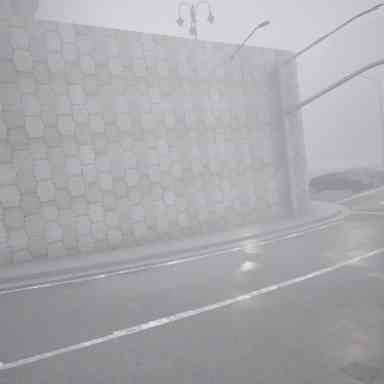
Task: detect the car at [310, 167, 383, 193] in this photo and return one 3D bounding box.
[{"bbox_3d":[11.284,-0.783,24.941,2.128,1.511,4.902,-11,7,-35],"label":"car"}]
